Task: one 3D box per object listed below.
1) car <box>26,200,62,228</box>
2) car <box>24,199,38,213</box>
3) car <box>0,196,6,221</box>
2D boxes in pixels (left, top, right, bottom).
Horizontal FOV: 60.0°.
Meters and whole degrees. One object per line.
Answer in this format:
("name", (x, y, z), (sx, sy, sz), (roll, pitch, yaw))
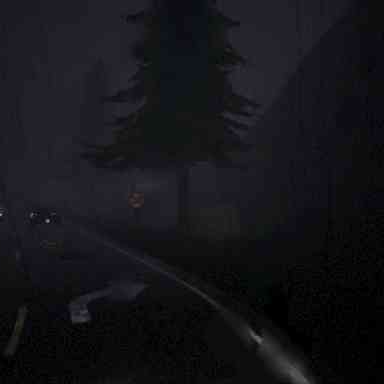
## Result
("car", (-10.217, 1.566, 23.079), (1.837, 1.490, 4.892), (-1, 1, -28))
("car", (-18.542, 1.596, 39.038), (1.882, 1.535, 5.008), (-1, 0, -27))
("car", (-16.945, 1.355, 27.891), (2.150, 2.045, 5.566), (-1, 0, -27))
